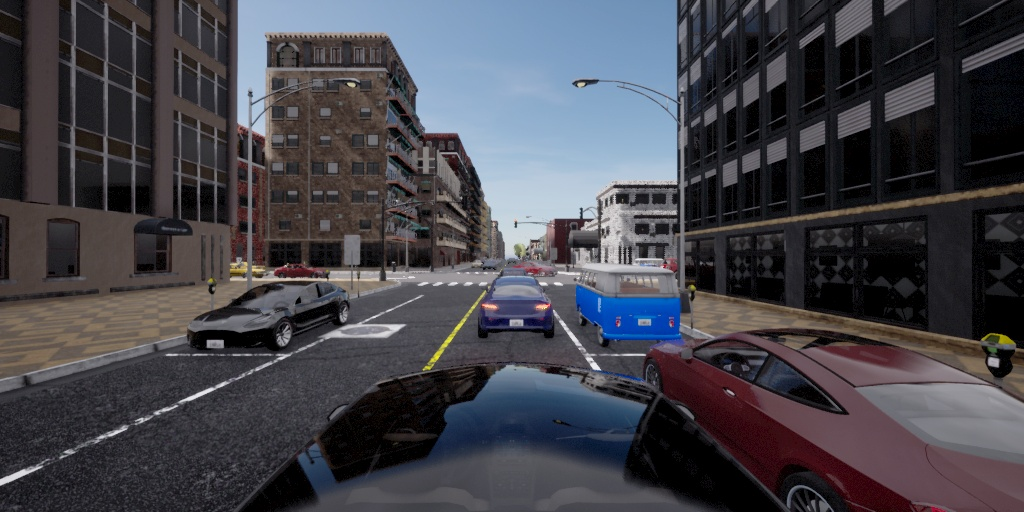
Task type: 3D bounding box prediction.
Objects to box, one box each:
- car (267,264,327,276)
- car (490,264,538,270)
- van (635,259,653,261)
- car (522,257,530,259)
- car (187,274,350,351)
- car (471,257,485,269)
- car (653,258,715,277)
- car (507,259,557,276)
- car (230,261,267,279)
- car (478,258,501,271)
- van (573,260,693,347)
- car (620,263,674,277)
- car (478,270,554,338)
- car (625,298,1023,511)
[{"bbox_3d":[-17.474,1.283,29.833,4.207,1.307,1.802,0,0,0],"label":"car"},{"bbox_3d":[0.088,1.317,18.482,1.994,1.385,4.181,0,0,0],"label":"car"},{"bbox_3d":[14.887,1.174,38.299,3.998,1.789,1.690,0,0,0],"label":"van"},{"bbox_3d":[2.677,1.309,53.987,1.751,1.417,4.829,0,0,0],"label":"car"},{"bbox_3d":[-5.692,1.317,9.055,1.948,1.339,4.313,0,0,0],"label":"car"},{"bbox_3d":[-5.706,1.316,59.183,1.751,1.417,4.829,0,0,0],"label":"car"},{"bbox_3d":[14.912,1.107,29.919,5.009,1.841,2.192,0,0,0],"label":"car"},{"bbox_3d":[2.130,1.302,34.795,4.674,1.442,1.812,0,0,39],"label":"car"},{"bbox_3d":[-22.967,1.215,29.818,4.829,1.417,1.751,0,0,0],"label":"car"},{"bbox_3d":[-3.082,1.327,50.689,2.033,1.411,5.357,0,0,2],"label":"car"},{"bbox_3d":[2.655,1.092,9.031,1.690,1.789,3.998,0,0,0],"label":"van"},{"bbox_3d":[13.394,1.417,35.729,4.718,1.301,1.895,0,0,1],"label":"car"},{"bbox_3d":[0.099,1.277,10.031,1.812,1.442,4.674,0,0,0],"label":"car"},{"bbox_3d":[2.657,1.332,3.342,1.802,1.307,4.207,0,0,0],"label":"car"}]
